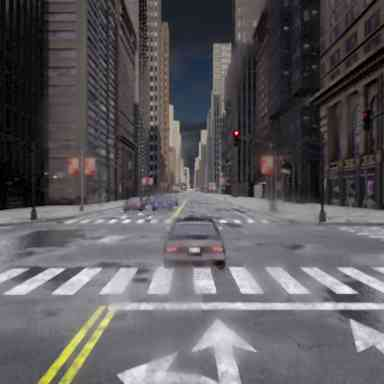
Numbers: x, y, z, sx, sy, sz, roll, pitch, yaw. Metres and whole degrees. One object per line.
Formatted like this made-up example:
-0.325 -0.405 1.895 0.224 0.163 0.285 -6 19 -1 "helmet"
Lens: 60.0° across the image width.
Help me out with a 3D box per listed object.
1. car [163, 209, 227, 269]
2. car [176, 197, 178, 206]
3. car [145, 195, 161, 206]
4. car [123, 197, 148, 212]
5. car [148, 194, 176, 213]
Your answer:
0.077 1.541 11.129 2.033 1.411 5.357 0 0 0 "car"
-3.327 1.368 53.774 2.097 1.767 4.553 0 0 0 "car"
-6.561 1.366 55.852 2.097 1.767 4.553 0 0 0 "car"
-6.598 1.368 38.508 2.097 1.767 4.553 0 0 0 "car"
-3.350 1.237 38.347 2.150 2.045 5.566 0 0 0 "car"
